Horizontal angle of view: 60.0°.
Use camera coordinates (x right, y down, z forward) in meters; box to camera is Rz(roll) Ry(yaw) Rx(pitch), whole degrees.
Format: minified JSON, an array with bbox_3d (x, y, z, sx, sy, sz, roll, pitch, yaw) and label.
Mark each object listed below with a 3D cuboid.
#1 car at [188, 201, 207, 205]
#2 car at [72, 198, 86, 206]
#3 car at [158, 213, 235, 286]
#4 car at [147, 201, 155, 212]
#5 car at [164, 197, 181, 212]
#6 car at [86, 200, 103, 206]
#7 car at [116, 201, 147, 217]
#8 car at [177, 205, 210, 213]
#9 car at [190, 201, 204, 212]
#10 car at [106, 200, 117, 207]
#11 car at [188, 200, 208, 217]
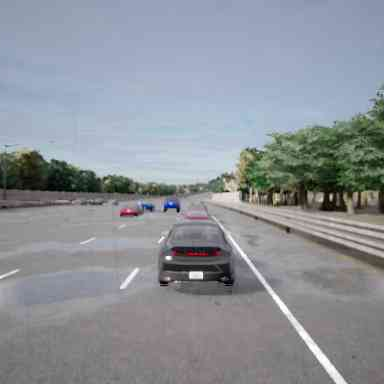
[{"bbox_3d":[0.417,1.778,27.687,1.837,1.490,4.892,0,-1,1],"label":"car"},{"bbox_3d":[-24.020,2.135,71.084,2.097,1.767,4.553,0,-1,-1],"label":"car"},{"bbox_3d":[0.126,1.568,9.612,1.837,1.490,4.892,0,0,1],"label":"car"},{"bbox_3d":[-6.317,1.994,46.947,1.882,1.535,5.008,0,-1,1],"label":"car"},{"bbox_3d":[-2.810,1.766,47.366,2.150,2.045,5.566,0,-1,0],"label":"car"},{"bbox_3d":[-20.522,2.398,71.056,1.895,1.301,4.718,0,-1,-1],"label":"car"},{"bbox_3d":[-6.389,1.912,35.712,1.994,1.385,4.181,0,-1,1],"label":"car"},{"bbox_3d":[0.297,1.696,19.923,1.812,1.442,4.674,0,-1,1],"label":"car"},{"bbox_3d":[0.687,2.111,48.257,1.812,1.442,4.674,0,-1,0],"label":"car"},{"bbox_3d":[-17.022,2.352,71.123,1.812,1.442,4.674,0,-1,-1],"label":"car"},{"bbox_3d":[0.629,1.773,37.605,2.097,1.767,4.553,0,-1,1],"label":"car"}]
